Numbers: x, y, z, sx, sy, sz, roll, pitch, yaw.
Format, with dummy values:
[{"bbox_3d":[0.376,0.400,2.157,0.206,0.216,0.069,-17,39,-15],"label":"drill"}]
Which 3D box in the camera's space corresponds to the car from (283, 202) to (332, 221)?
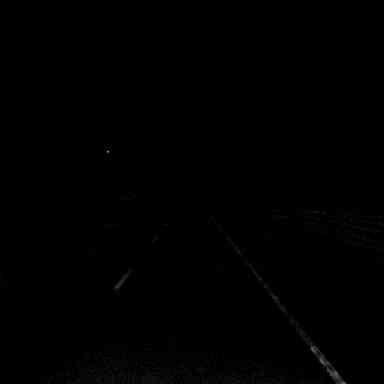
[{"bbox_3d":[9.603,1.568,27.857,2.033,1.411,5.357,0,0,-11],"label":"car"}]
